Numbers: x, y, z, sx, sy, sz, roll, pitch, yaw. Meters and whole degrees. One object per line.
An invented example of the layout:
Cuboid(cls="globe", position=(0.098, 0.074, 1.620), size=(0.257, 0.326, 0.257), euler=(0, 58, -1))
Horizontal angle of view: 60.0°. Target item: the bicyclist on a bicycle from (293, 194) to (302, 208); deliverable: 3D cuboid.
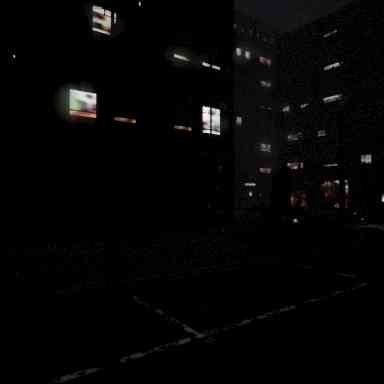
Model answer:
Cuboid(cls="bicyclist on a bicycle", position=(11.514, 1.011, 36.229), size=(1.656, 1.620, 0.582), euler=(0, 1, -36))

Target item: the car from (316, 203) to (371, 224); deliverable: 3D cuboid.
Cuboid(cls="car", position=(9.842, 1.433, 23.349), size=(1.895, 1.301, 4.718), euler=(0, 1, -32))

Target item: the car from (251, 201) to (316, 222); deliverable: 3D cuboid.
Cuboid(cls="car", position=(6.267, 1.342, 24.208), size=(2.008, 1.369, 4.403), euler=(1, 0, -36))
